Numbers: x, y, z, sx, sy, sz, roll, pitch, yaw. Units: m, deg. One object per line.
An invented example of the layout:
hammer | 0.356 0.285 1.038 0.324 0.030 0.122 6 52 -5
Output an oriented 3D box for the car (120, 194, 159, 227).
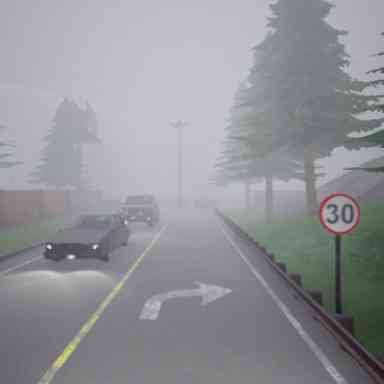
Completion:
car | -3.520 1.193 22.864 2.150 2.045 5.566 0 0 1

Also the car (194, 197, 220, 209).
car | 2.133 1.446 45.625 2.128 1.511 4.902 -1 0 32

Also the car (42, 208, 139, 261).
car | -3.553 1.533 12.451 2.033 1.411 5.357 0 0 0
